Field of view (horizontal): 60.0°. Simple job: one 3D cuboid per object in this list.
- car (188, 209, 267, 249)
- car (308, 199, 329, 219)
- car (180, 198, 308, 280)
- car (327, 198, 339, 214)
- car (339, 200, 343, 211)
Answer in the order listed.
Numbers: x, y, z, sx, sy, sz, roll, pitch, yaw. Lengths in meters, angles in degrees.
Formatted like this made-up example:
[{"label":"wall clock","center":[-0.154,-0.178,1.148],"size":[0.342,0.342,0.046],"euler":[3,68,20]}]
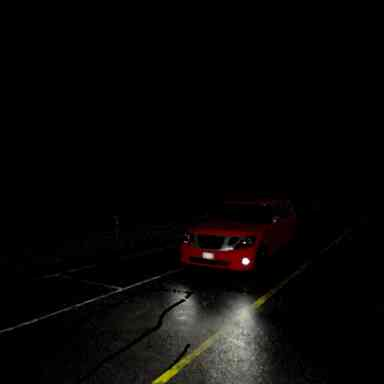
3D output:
[{"label":"car","center":[1.807,1.566,15.379],"size":[1.947,1.339,4.313],"euler":[0,0,32]},{"label":"car","center":[10.538,1.583,29.468],"size":[1.802,1.307,4.206],"euler":[0,0,32]},{"label":"car","center":[1.846,1.222,10.571],"size":[2.150,2.045,5.566],"euler":[0,0,32]},{"label":"car","center":[13.448,1.567,34.165],"size":[1.947,1.339,4.313],"euler":[0,0,32]},{"label":"car","center":[16.359,1.442,38.861],"size":[1.967,1.590,4.097],"euler":[0,0,32]}]
